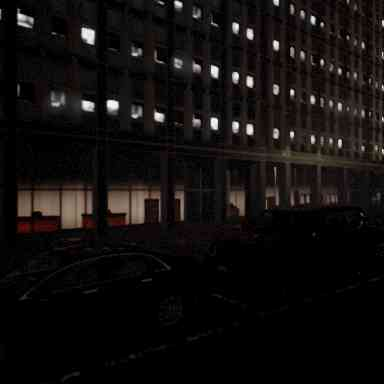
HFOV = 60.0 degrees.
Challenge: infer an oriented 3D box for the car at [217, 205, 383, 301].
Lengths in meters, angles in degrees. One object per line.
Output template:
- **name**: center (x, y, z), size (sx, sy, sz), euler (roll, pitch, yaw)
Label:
- **car**: center (2.686, 1.292, 8.481), size (5.009, 1.841, 2.192), euler (0, 0, -36)

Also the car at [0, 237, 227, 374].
- **car**: center (-1.818, 1.547, 5.260), size (4.403, 1.369, 2.008), euler (0, 0, -36)
